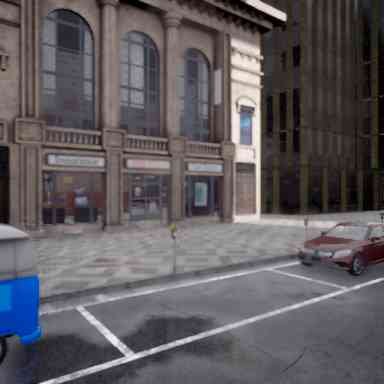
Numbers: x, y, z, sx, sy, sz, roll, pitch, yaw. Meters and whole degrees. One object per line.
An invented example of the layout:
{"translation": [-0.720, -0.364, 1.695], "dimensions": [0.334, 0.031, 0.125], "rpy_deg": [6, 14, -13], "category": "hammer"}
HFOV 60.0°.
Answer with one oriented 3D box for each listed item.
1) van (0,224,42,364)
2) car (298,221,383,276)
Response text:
{"translation": [-3.906, 1.340, 3.881], "dimensions": [3.998, 1.788, 1.690], "rpy_deg": [0, 0, -35], "category": "van"}
{"translation": [5.093, 1.590, 10.293], "dimensions": [4.206, 1.307, 1.802], "rpy_deg": [0, 0, -35], "category": "car"}
